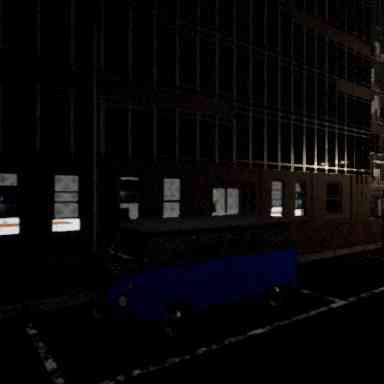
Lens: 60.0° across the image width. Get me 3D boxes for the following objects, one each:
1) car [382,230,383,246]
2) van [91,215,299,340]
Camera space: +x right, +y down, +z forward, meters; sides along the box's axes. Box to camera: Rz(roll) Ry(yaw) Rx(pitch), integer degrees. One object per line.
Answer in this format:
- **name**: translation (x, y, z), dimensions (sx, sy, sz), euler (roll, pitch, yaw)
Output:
- **car**: translation (9.310, 1.387, 12.740), dimensions (5.009, 1.841, 2.192), euler (0, 0, -35)
- **van**: translation (0.259, 1.359, 6.285), dimensions (3.998, 1.788, 1.690), euler (0, 0, -35)
